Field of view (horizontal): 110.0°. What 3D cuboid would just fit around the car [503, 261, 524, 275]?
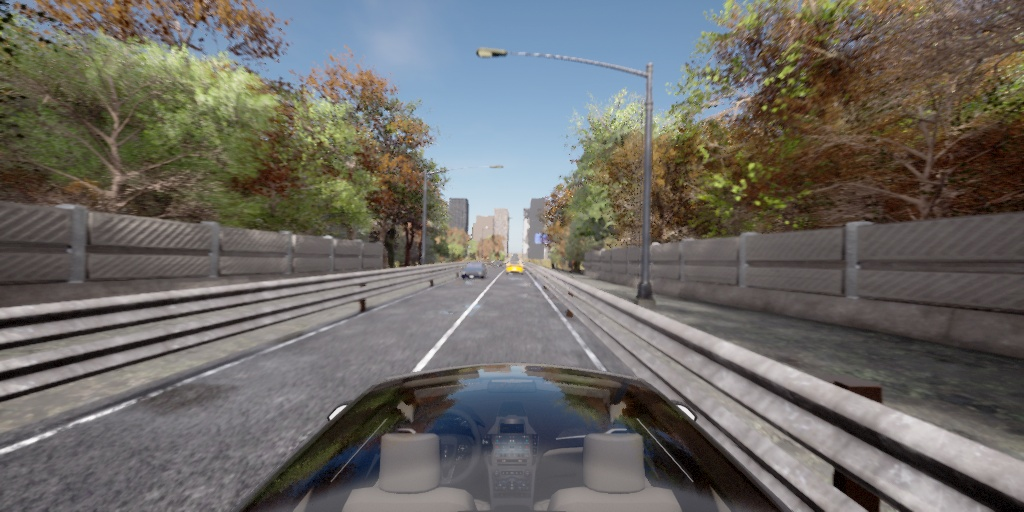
[{"bbox_3d":[0.315,1.313,41.355,1.882,1.535,5.008,1,0,1],"label":"car"}]

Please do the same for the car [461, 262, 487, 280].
[{"bbox_3d":[-3.118,1.250,30.660,2.033,1.411,5.357,1,0,1],"label":"car"}]
